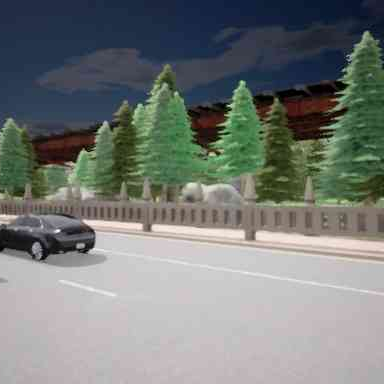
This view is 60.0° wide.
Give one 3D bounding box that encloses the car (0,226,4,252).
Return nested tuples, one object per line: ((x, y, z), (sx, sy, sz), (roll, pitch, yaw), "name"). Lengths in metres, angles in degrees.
((-7.448, 1.606, 9.320), (4.718, 1.301, 1.895), (0, 0, 36), "car")

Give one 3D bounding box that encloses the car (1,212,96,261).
((-5.587, 1.510, 12.291), (4.892, 1.490, 1.837), (0, 0, 36), "car")
